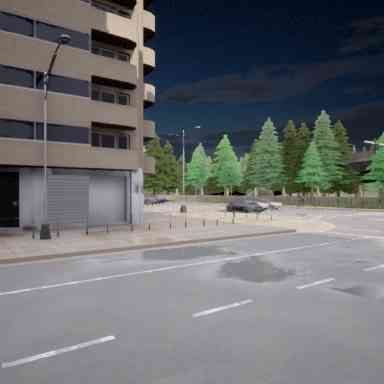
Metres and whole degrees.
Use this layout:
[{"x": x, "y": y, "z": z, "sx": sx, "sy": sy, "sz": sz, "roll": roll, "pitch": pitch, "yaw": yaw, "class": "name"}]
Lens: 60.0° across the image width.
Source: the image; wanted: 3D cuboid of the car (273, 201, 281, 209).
[{"x": 9.019, "y": 1.545, "z": 42.525, "sx": 1.895, "sy": 1.301, "sz": 4.718, "roll": 0, "pitch": 0, "yaw": -35, "class": "car"}]

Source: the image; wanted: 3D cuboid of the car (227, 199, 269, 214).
[{"x": 5.564, "y": 1.507, "z": 34.809, "sx": 1.994, "sy": 1.385, "sz": 4.181, "roll": 0, "pitch": 0, "yaw": -35, "class": "car"}]

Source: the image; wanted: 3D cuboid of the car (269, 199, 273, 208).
[{"x": 6.805, "y": 1.545, "z": 39.185, "sx": 1.895, "sy": 1.301, "sz": 4.718, "roll": 0, "pitch": 0, "yaw": -35, "class": "car"}]

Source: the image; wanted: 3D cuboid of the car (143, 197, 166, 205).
[{"x": -7.024, "y": 1.509, "z": 55.795, "sx": 4.181, "sy": 1.385, "sz": 1.994, "roll": 0, "pitch": 0, "yaw": 37, "class": "car"}]

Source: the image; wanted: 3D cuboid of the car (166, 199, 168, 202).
[{"x": -7.154, "y": 1.545, "z": 64.451, "sx": 4.718, "sy": 1.301, "sz": 1.895, "roll": 0, "pitch": 0, "yaw": 31, "class": "car"}]

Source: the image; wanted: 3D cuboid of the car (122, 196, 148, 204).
[{"x": -10.620, "y": 1.470, "z": 62.323, "sx": 4.674, "sy": 1.442, "sz": 1.812, "roll": 0, "pitch": 0, "yaw": 28, "class": "car"}]

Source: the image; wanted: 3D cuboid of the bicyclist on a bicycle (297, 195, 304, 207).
[{"x": 15.151, "y": 1.245, "z": 46.458, "sx": 1.656, "sy": 1.620, "sz": 0.582, "roll": 0, "pitch": 0, "yaw": -35, "class": "bicyclist on a bicycle"}]
